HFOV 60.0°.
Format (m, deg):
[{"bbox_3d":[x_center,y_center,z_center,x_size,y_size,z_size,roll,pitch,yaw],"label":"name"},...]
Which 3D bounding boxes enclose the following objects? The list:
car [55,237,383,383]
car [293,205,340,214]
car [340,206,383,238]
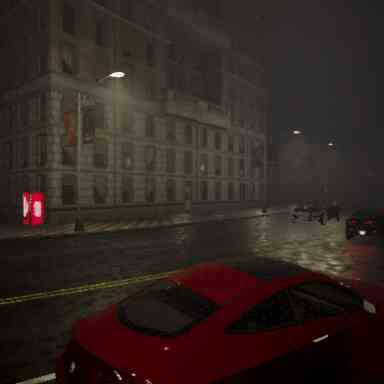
[{"bbox_3d":[0.916,1.524,3.917,4.674,1.442,1.812,0,0,-34],"label":"car"},{"bbox_3d":[7.550,1.132,19.867,2.128,1.511,4.902,0,0,40],"label":"car"},{"bbox_3d":[8.972,1.498,16.180,1.837,1.490,4.892,0,0,42],"label":"car"}]
